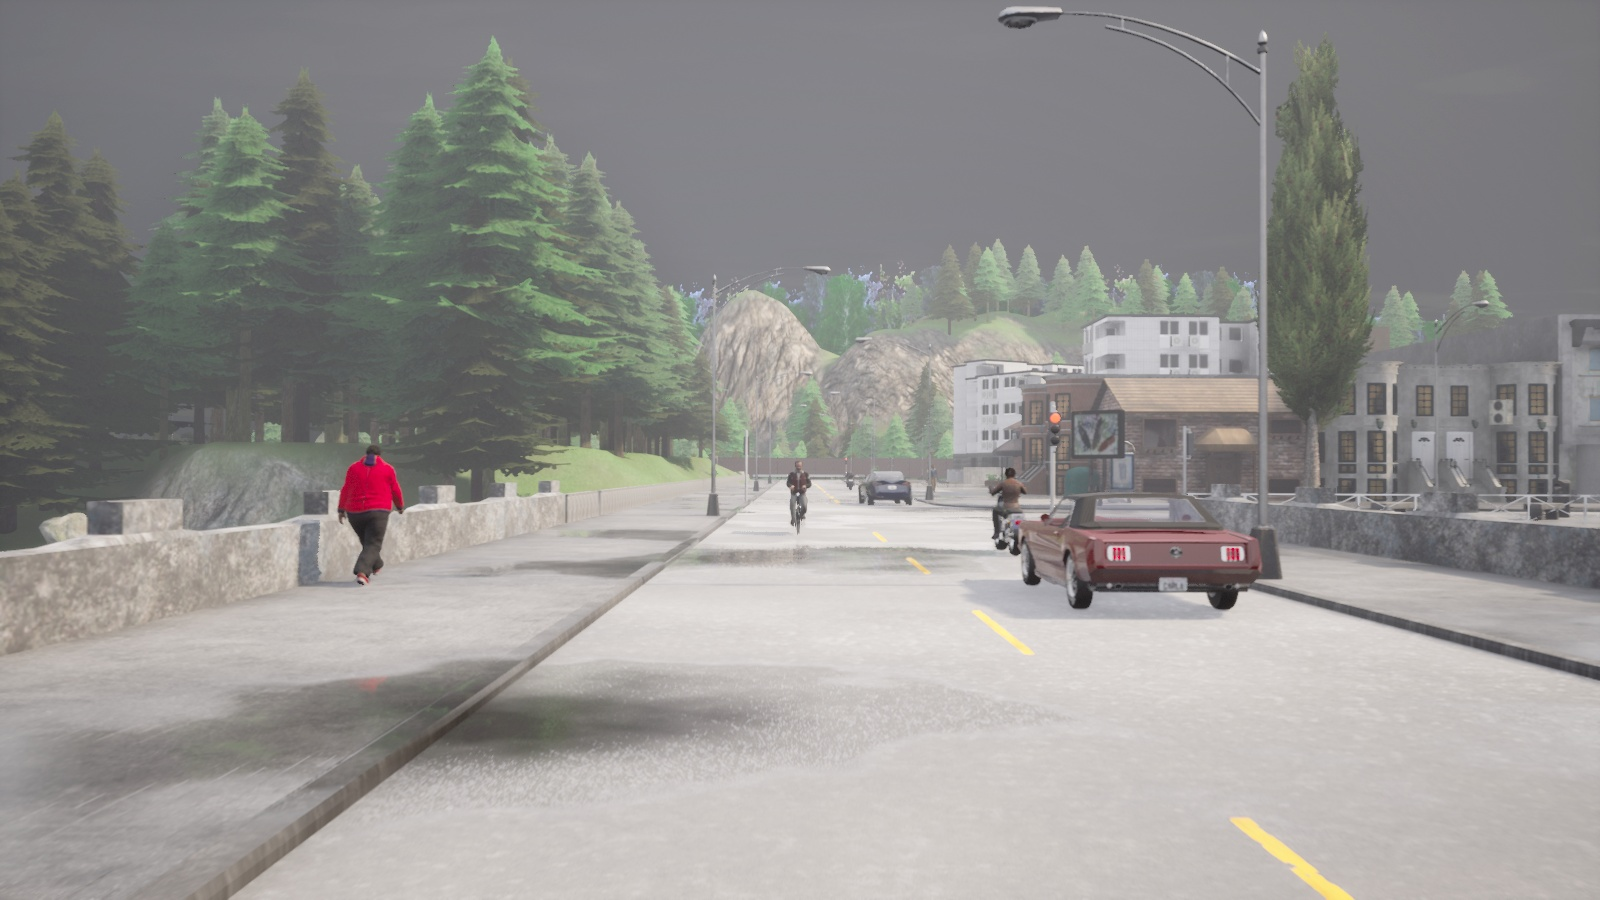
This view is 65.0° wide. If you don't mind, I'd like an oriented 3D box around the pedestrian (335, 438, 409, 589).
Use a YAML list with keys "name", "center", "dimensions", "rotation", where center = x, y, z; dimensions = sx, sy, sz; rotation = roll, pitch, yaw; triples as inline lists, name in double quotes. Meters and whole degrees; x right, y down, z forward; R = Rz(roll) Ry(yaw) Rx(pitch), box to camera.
- name: "pedestrian"
  center: [-5.358, 0.783, 15.765]
  dimensions: [0.634, 1.844, 0.899]
  rotation: [0, -1, 0]

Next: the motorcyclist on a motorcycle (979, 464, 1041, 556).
- name: "motorcyclist on a motorcycle"
  center: [3.937, 1.108, 23.741]
  dimensions: [0.766, 1.649, 2.350]
  rotation: [0, -1, 0]

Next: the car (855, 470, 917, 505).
- name: "car"
  center: [3.797, 1.652, 56.254]
  dimensions: [2.163, 1.488, 4.792]
  rotation: [0, -1, -4]

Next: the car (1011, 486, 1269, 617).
- name: "car"
  center: [3.959, 1.133, 15.523]
  dimensions: [1.895, 1.301, 4.718]
  rotation: [0, -1, 0]
